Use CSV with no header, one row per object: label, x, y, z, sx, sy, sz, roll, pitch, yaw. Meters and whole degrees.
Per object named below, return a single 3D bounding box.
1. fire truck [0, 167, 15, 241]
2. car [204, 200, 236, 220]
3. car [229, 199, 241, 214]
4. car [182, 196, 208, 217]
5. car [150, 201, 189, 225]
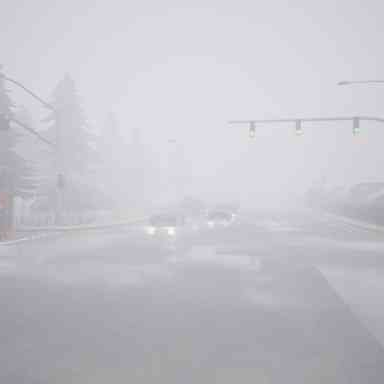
fire truck,-11.757,0.394,12.899,8.468,3.827,2.891,0,-1,4
car,2.693,1.761,30.764,2.033,1.411,5.357,0,0,11
car,4.413,1.836,39.830,1.994,1.385,4.181,0,0,11
car,0.009,1.466,35.439,2.150,2.045,5.566,0,0,11
car,-1.801,1.709,25.904,1.812,1.442,4.674,0,0,11
